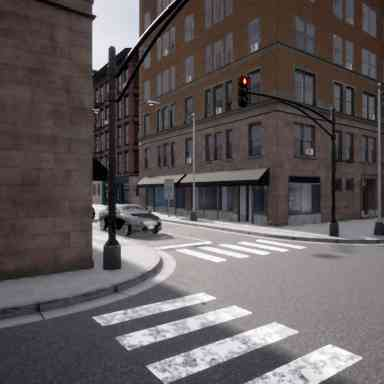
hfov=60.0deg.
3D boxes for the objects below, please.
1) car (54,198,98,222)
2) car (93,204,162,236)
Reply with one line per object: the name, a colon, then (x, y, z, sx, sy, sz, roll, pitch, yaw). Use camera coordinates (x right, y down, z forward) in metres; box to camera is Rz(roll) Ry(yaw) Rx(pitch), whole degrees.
car: (-9.126, 1.323, 25.853, 1.882, 1.535, 5.008, 0, 0, -36)
car: (-3.422, 1.398, 17.845, 2.128, 1.511, 4.902, 0, 0, -37)
